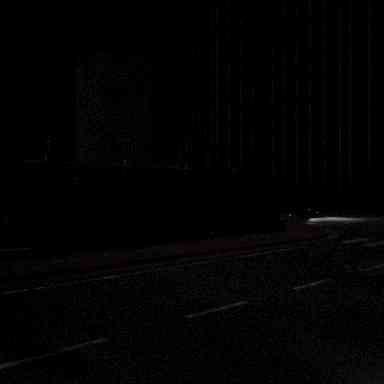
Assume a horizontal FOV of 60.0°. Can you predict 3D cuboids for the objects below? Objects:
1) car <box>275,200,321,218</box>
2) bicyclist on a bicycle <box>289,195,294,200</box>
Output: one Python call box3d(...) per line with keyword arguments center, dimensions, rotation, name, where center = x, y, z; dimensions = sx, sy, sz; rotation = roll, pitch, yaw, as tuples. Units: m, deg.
box3d(center=(9.282, 1.470, 30.132), dimensions=(1.812, 1.442, 4.674), rotation=(0, 0, -36), name="car")
box3d(center=(13.417, 1.245, 44.950), dimensions=(1.656, 1.620, 0.582), rotation=(0, 0, -36), name="bicyclist on a bicycle")
